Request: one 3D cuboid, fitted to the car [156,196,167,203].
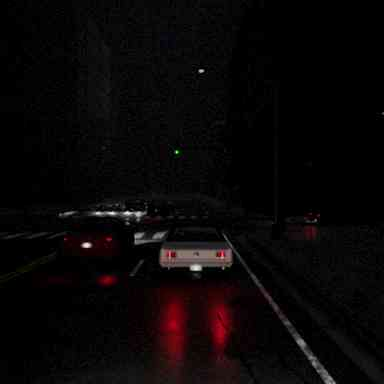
[{"bbox_3d":[-6.496,1.503,70.602,1.812,1.442,4.674,0,0,0],"label":"car"}]

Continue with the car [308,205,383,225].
[{"bbox_3d":[10.133,1.497,21.389,4.718,1.301,1.895,0,0,-2],"label":"car"}]

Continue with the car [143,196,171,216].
[{"bbox_3d":[-3.148,1.472,31.938,1.882,1.535,5.008,0,0,0],"label":"car"}]

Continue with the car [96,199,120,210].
[{"bbox_3d":[-9.838,1.519,39.200,1.812,1.442,4.674,0,0,0],"label":"car"}]

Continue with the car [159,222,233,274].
[{"bbox_3d":[0.106,1.599,10.510,1.895,1.301,4.718,0,0,0],"label":"car"}]

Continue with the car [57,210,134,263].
[{"bbox_3d":[-3.251,1.562,11.938,1.994,1.385,4.181,0,0,-3],"label":"car"}]

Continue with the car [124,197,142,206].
[{"bbox_3d":[-9.796,1.538,55.776,2.033,1.411,5.357,0,0,1],"label":"car"}]

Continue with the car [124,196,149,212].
[{"bbox_3d":[-6.592,1.541,39.206,2.033,1.411,5.357,0,0,0],"label":"car"}]

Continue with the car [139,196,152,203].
[{"bbox_3d":[-9.746,1.518,70.569,2.033,1.411,5.357,0,0,0],"label":"car"}]
